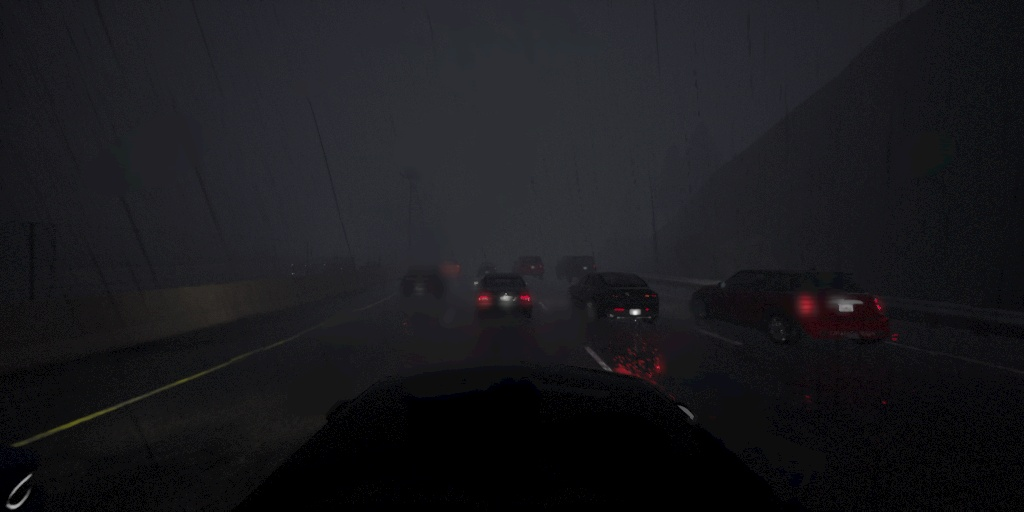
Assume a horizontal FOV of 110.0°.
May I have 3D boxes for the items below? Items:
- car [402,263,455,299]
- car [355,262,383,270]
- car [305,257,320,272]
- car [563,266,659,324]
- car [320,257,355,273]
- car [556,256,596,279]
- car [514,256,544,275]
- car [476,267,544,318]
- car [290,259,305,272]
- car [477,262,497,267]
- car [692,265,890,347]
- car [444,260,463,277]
[{"bbox_3d":[-4.295,1.277,18.326,2.128,1.511,4.902,0,0,-5],"label":"car"},{"bbox_3d":[-17.687,1.458,45.052,1.895,1.301,4.718,0,0,-6],"label":"car"},{"bbox_3d":[-25.027,1.100,48.138,2.150,2.045,5.566,0,0,-5],"label":"car"},{"bbox_3d":[3.185,1.263,12.051,1.837,1.490,4.892,0,0,-3],"label":"car"},{"bbox_3d":[-21.144,1.086,44.448,2.150,2.045,5.566,0,0,-6],"label":"car"},{"bbox_3d":[5.205,1.002,29.400,2.150,2.045,5.566,0,0,-6],"label":"car"},{"bbox_3d":[1.439,1.014,31.852,2.150,2.045,5.566,0,0,-6],"label":"car"},{"bbox_3d":[-0.339,1.315,13.022,2.033,1.411,5.357,0,0,-4],"label":"car"},{"bbox_3d":[-28.705,1.242,49.759,2.097,1.767,4.553,0,0,-5],"label":"car"},{"bbox_3d":[-2.466,1.333,35.633,1.812,1.442,4.674,0,0,-6],"label":"car"},{"bbox_3d":[6.804,1.098,9.521,2.097,1.767,4.553,0,0,-2],"label":"car"},{"bbox_3d":[-6.072,1.169,36.486,2.097,1.767,4.553,0,0,-6],"label":"car"}]
